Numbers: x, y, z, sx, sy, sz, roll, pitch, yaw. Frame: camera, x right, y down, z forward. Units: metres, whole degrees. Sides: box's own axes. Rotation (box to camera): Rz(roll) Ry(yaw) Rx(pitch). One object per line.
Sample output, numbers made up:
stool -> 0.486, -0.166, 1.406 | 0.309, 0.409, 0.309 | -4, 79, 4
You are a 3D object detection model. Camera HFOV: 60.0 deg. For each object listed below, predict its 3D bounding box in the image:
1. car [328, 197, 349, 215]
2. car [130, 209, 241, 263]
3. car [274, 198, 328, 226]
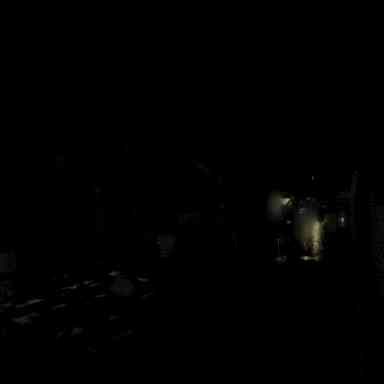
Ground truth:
car -> 13.415, 1.218, 30.239 | 1.882, 1.535, 5.008 | -3, -1, 37
car -> -0.037, 1.433, 12.143 | 1.882, 1.535, 5.008 | -3, -1, 37
car -> 7.010, 1.192, 21.637 | 2.097, 1.767, 4.553 | -3, -1, 35
